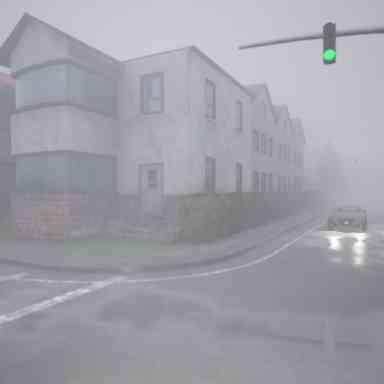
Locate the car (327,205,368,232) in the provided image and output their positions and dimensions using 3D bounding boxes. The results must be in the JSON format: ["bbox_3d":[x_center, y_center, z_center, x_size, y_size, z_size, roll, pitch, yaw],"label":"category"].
[{"bbox_3d":[9.189,1.455,19.528,1.994,1.385,4.181,0,0,29],"label":"car"}]
